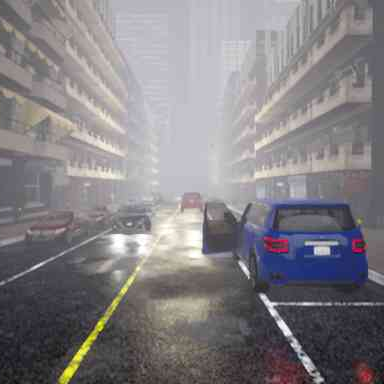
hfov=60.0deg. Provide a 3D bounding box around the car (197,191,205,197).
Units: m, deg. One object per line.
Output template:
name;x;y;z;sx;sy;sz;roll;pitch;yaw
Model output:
car;2.528;0.675;93.145;1.967;1.590;4.097;-1;0;0

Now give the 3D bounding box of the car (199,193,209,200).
car;2.566;0.983;70.738;1.947;1.339;4.313;-1;0;0

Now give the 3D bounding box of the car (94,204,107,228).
car;-5.733;1.412;20.337;1.802;1.307;4.206;-1;0;0

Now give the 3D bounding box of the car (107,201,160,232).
car;-3.130;1.408;18.631;1.994;1.385;4.181;0;0;0

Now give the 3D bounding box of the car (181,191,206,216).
car;0.006;0.940;34.324;2.150;2.045;5.566;0;1;0

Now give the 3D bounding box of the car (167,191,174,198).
car;-5.832;0.876;81.957;2.008;1.369;4.403;-1;0;0

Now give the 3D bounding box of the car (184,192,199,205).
car;-0.036;0.953;48.132;2.097;1.767;4.553;0;0;0

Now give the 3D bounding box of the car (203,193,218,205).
car;2.600;1.040;48.330;1.967;1.590;4.097;-1;0;0

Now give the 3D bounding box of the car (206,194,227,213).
car;2.619;1.216;37.297;1.752;1.417;4.829;-1;0;0

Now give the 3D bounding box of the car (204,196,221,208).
car;2.611;1.211;42.729;1.947;1.339;4.313;-1;0;0

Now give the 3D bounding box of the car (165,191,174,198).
car;-5.844;0.595;87.557;2.192;1.841;5.009;-1;0;0

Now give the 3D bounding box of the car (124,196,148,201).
car;-5.751;1.289;31.541;2.008;1.369;4.403;-1;0;0

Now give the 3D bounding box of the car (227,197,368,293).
car;2.378;1.147;8.776;2.150;2.045;5.566;0;0;0

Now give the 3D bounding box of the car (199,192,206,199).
car;2.548;0.850;82.112;1.752;1.417;4.829;-1;0;0

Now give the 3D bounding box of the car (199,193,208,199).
car;2.557;0.922;76.341;2.008;1.369;4.403;-1;0;0

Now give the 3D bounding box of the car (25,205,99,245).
car;-5.724;1.459;14.735;1.802;1.307;4.206;-1;0;0

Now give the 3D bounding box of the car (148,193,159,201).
car;-5.769;1.196;42.744;2.008;1.369;4.403;-1;0;0

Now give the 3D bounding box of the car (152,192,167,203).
car;-5.791;0.869;53.946;2.192;1.841;5.009;-1;0;0
